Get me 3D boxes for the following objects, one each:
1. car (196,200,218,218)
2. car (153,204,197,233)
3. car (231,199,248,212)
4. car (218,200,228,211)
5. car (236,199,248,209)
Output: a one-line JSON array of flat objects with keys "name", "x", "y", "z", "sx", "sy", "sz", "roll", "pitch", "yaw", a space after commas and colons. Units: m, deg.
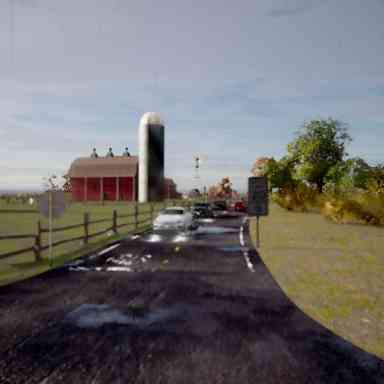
[{"name": "car", "x": 1.072, "y": 1.764, "z": 33.153, "sx": 1.837, "sy": 1.490, "sz": 4.892, "roll": 0, "pitch": -1, "yaw": 11}, {"name": "car", "x": -1.065, "y": 1.683, "z": 21.008, "sx": 1.812, "sy": 1.442, "sz": 4.674, "roll": 0, "pitch": -1, "yaw": 9}, {"name": "car", "x": 6.406, "y": 1.906, "z": 45.562, "sx": 1.812, "sy": 1.442, "sz": 4.674, "roll": 0, "pitch": 0, "yaw": 11}, {"name": "car", "x": 4.000, "y": 1.862, "z": 47.670, "sx": 1.882, "sy": 1.535, "sz": 5.008, "roll": 0, "pitch": -1, "yaw": 12}, {"name": "car", "x": 8.338, "y": 1.982, "z": 55.380, "sx": 1.837, "sy": 1.490, "sz": 4.892, "roll": 0, "pitch": -1, "yaw": 11}]
